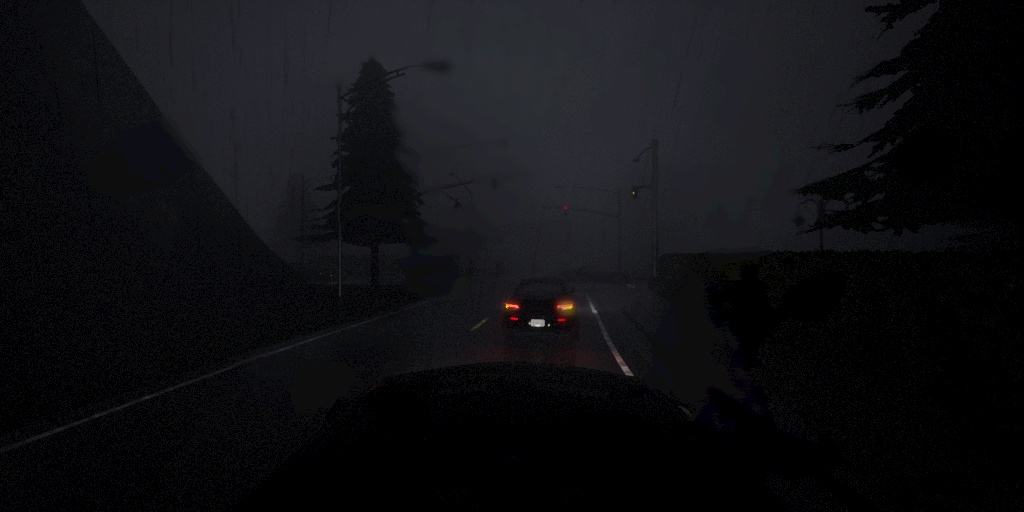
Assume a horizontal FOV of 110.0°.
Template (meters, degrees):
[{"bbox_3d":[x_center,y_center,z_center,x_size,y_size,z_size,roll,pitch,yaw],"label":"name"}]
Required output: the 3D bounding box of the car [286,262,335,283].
[{"bbox_3d":[-16.286,1.254,27.939,4.892,1.490,1.837,0,0,9],"label":"car"}]

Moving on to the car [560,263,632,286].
[{"bbox_3d":[5.730,1.350,24.686,4.718,1.301,1.895,0,0,8],"label":"car"}]

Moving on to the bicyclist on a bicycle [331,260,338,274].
[{"bbox_3d":[-17.423,1.203,35.244,0.582,1.620,1.656,0,0,8],"label":"bicyclist on a bicycle"}]

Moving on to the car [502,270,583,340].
[{"bbox_3d":[0.904,1.275,9.997,1.812,1.442,4.674,0,0,9],"label":"car"}]

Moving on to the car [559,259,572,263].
[{"bbox_3d":[8.985,1.226,60.110,1.882,1.535,5.008,0,0,9],"label":"car"}]
